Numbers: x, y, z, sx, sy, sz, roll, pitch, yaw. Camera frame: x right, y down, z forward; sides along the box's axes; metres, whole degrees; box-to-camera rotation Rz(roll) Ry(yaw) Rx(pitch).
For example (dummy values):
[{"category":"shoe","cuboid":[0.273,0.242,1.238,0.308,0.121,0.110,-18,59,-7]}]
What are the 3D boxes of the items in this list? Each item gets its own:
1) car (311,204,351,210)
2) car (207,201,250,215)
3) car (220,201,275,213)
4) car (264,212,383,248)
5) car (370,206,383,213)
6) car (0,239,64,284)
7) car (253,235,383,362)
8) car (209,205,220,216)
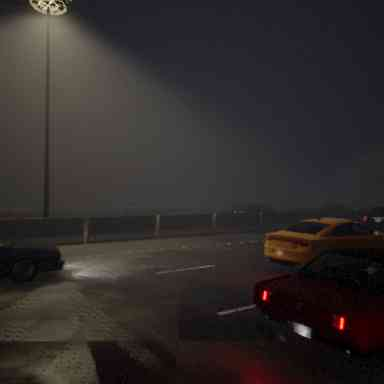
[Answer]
[{"category":"car","cuboid":[12.873,1.816,30.973,4.674,1.442,1.812,1,0,-24]},{"category":"car","cuboid":[4.257,1.807,38.486,4.674,1.442,1.812,1,0,-26]},{"category":"car","cuboid":[5.494,1.747,31.286,4.892,1.490,1.837,1,0,-26]},{"category":"car","cuboid":[4.568,1.577,10.589,5.008,1.535,1.882,1,0,-31]},{"category":"car","cuboid":[11.678,1.552,18.502,4.553,1.767,2.097,1,0,-27]},{"category":"car","cuboid":[-6.024,1.559,7.990,5.357,1.411,2.033,1,0,-34]},{"category":"car","cuboid":[3.416,1.661,5.820,4.718,1.301,1.895,1,0,-32]},{"category":"car","cuboid":[4.110,1.780,34.505,4.674,1.442,1.812,1,0,-26]}]
